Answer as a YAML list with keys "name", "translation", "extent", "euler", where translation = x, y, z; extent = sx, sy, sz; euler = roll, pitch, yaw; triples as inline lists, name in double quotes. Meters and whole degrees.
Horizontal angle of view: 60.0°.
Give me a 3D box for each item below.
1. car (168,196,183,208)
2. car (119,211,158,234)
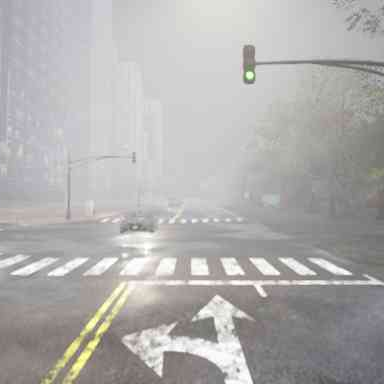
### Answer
- name: "car"
  translation: [-3.259, 1.918, 61.417]
  extent: [2.150, 2.045, 5.566]
  euler: [0, 1, 0]
- name: "car"
  translation: [-3.249, 1.893, 20.980]
  extent: [1.994, 1.385, 4.181]
  euler: [0, -2, 0]
